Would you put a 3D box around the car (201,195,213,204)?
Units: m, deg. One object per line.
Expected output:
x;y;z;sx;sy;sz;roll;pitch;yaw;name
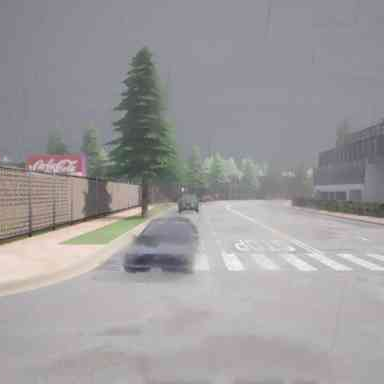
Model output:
2.342;1.376;61.529;1.882;1.535;5.008;0;0;23;car

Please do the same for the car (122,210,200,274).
-0.700;1.552;10.866;2.033;1.411;5.357;0;0;4;car

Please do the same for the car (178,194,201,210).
-0.343;1.242;36.816;2.150;2.045;5.566;0;0;1;car
